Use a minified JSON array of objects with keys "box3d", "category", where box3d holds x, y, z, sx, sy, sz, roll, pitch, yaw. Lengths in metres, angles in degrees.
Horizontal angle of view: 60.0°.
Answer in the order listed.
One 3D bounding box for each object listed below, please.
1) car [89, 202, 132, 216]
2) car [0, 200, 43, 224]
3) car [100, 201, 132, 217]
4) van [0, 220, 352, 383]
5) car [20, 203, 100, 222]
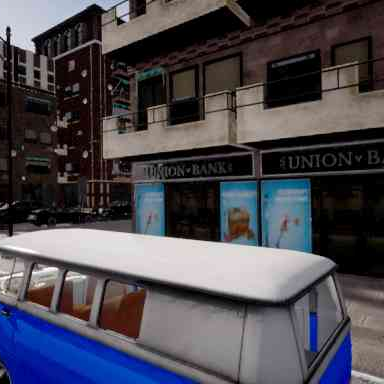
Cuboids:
[{"box3d":[-8.869,1.798,36.456,1.947,1.339,4.313,-2,-1,36],"category":"car"},{"box3d":[-13.468,1.474,25.759,2.097,1.767,4.553,-1,-1,36],"category":"car"},{"box3d":[-7.389,1.671,34.087,2.128,1.511,4.902,-1,-1,36],"category":"car"},{"box3d":[-0.578,1.342,3.263,3.998,1.788,1.690,0,-1,35],"category":"van"},{"box3d":[-8.745,1.583,22.405,1.947,1.339,4.313,-2,-1,36],"category":"car"}]
